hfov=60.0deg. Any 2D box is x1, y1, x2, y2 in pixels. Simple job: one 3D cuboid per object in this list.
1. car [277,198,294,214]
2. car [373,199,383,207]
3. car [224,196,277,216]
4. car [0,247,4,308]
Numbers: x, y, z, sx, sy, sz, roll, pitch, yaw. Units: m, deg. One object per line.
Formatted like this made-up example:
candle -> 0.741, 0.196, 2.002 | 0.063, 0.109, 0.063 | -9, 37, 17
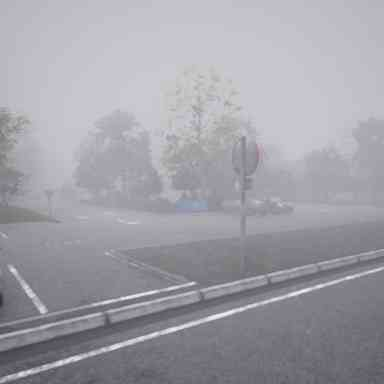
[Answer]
car -> 7.442, 1.166, 31.705 | 2.185, 1.767, 4.553 | 0, 0, -35
car -> 27.398, 1.304, 45.634 | 2.002, 1.452, 4.674 | 0, 0, -35
car -> 4.887, 1.337, 29.828 | 2.002, 1.452, 4.674 | 0, 0, -35
car -> -5.358, 1.475, 7.264 | 1.946, 1.575, 5.366 | -1, 1, -35
